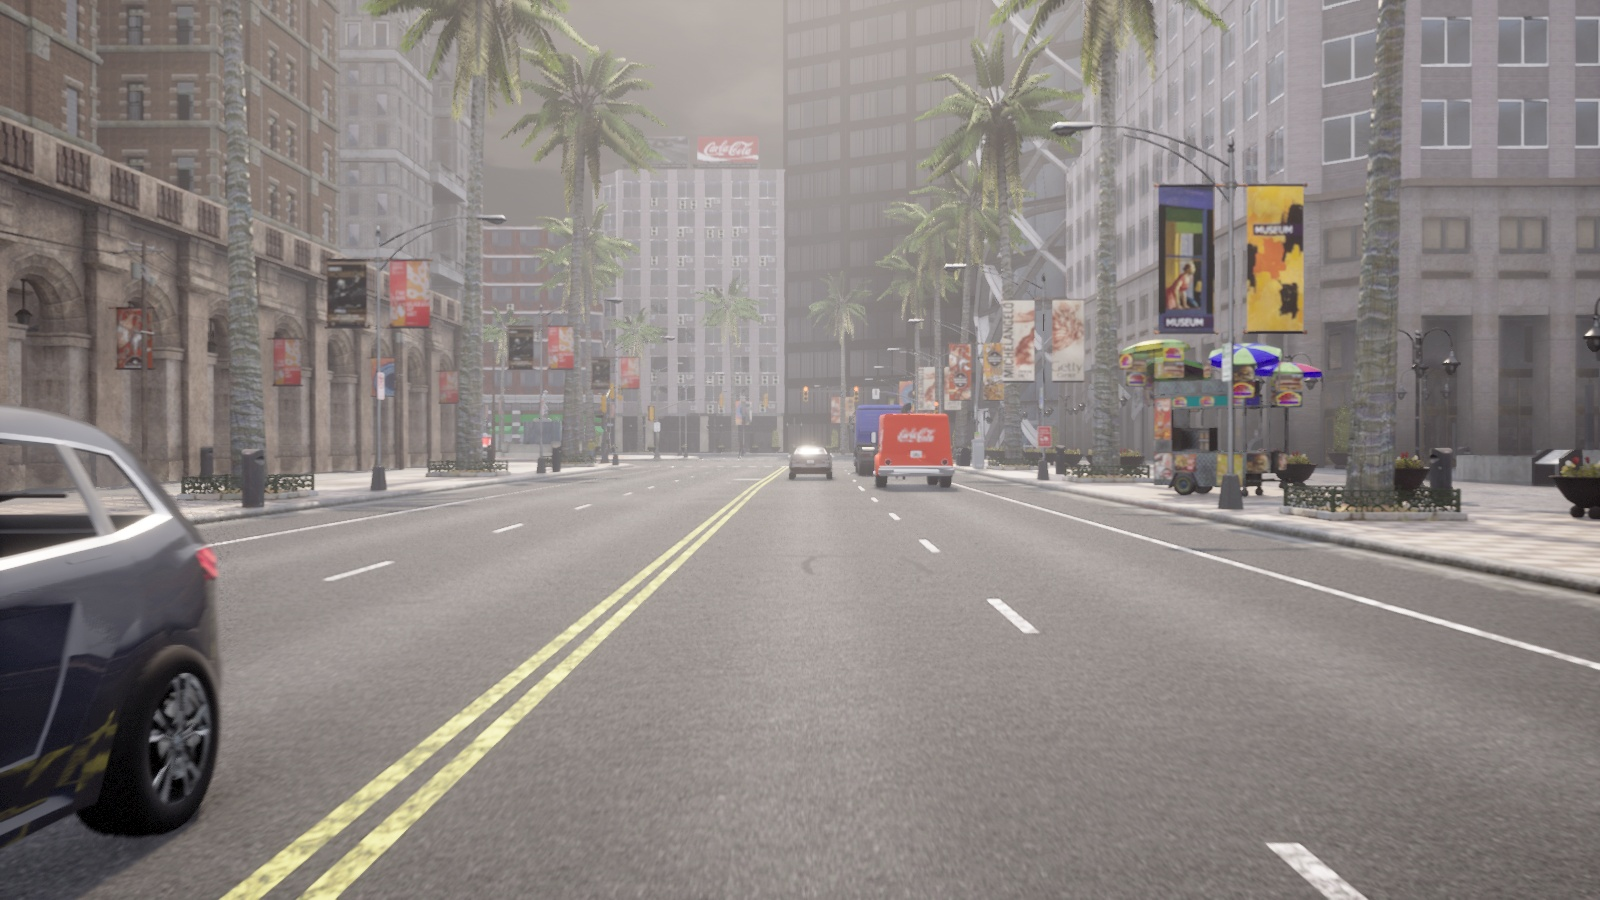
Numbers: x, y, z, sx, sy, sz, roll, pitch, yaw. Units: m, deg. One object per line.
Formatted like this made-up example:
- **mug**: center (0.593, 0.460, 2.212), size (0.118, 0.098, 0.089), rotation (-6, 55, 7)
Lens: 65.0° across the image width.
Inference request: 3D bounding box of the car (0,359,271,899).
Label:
- **car**: center (-3.466, 0.570, 3.238), size (2.242, 1.667, 4.611), rotation (0, 0, 0)

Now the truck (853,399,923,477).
- **truck**: center (4.079, -0.568, 59.683), size (2.891, 3.462, 7.936), rotation (0, 0, 1)

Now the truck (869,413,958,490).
- **truck**: center (3.778, 0.021, 42.817), size (2.627, 2.467, 5.204), rotation (0, 0, 1)

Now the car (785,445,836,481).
- **car**: center (0.457, 0.498, 52.575), size (2.033, 1.411, 5.357), rotation (0, 0, 1)
